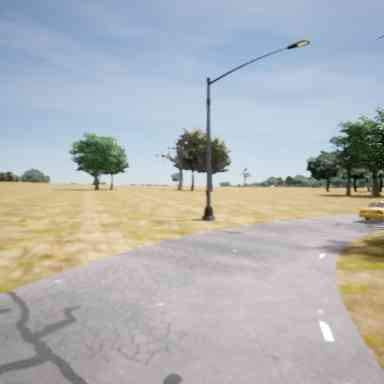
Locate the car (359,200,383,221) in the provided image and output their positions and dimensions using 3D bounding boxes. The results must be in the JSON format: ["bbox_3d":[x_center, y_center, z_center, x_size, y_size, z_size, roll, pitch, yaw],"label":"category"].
[{"bbox_3d":[14.339,1.275,24.086,5.366,1.575,1.801,-2,1,-31],"label":"car"}]
